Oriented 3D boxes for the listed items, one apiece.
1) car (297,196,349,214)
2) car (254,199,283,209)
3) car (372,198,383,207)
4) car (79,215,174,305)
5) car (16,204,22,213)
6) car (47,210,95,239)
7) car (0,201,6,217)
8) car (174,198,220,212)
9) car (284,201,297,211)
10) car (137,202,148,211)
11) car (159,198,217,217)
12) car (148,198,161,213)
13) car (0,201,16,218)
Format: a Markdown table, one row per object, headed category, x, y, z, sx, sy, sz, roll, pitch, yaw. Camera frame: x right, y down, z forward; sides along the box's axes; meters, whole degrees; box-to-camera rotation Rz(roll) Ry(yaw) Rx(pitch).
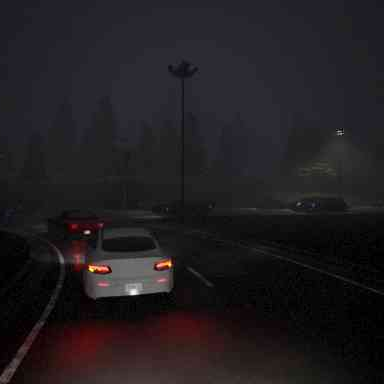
| category | x | y | z | sx | sy | sz | roll | pitch | yaw |
| --- | --- | --- | --- | --- | --- | --- | --- | --- | --- |
| car | 13.853 | 1.351 | 34.714 | 4.553 | 1.767 | 2.097 | 0 | 0 | -14 |
| car | 10.440 | 1.564 | 44.690 | 4.181 | 1.385 | 1.994 | 0 | 0 | -14 |
| car | 29.194 | 1.477 | 49.229 | 5.008 | 1.535 | 1.882 | 0 | 0 | -13 |
| car | -1.664 | 1.526 | 8.124 | 1.812 | 1.442 | 4.674 | 0 | 0 | -16 |
| car | -19.601 | 1.564 | 33.786 | 4.181 | 1.385 | 1.994 | 0 | 0 | -14 |
| car | -6.180 | 1.601 | 17.414 | 1.895 | 1.301 | 4.718 | 0 | 0 | -35 |
| car | -19.488 | 1.564 | 30.211 | 4.181 | 1.385 | 1.994 | 0 | 0 | -14 |
| car | 0.532 | 1.492 | 38.680 | 4.902 | 1.511 | 2.128 | 0 | 0 | -14 |
| car | 13.500 | 1.351 | 38.230 | 4.553 | 1.767 | 2.097 | 0 | 0 | -14 |
| car | -4.246 | 1.477 | 41.120 | 5.008 | 1.535 | 1.882 | 0 | 0 | -14 |
| car | -0.421 | 1.526 | 31.246 | 4.674 | 1.442 | 1.812 | 0 | 0 | -14 |
| car | -1.651 | 1.477 | 34.548 | 5.008 | 1.535 | 1.882 | 0 | 0 | -14 |
| car | -17.414 | 1.601 | 27.113 | 4.718 | 1.301 | 1.895 | 0 | 0 | -14 |
